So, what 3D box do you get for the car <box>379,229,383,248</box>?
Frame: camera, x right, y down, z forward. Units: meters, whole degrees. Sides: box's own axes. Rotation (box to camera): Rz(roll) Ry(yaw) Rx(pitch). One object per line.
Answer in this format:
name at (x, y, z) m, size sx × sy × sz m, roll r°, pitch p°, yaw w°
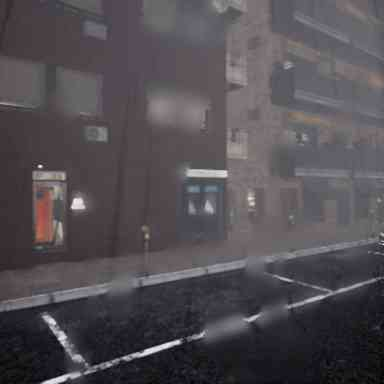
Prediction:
car at (8.983, 1.497, 12.971) m, size 4.403 × 1.369 × 2.008 m, roll 0°, pitch 0°, yaw -35°
